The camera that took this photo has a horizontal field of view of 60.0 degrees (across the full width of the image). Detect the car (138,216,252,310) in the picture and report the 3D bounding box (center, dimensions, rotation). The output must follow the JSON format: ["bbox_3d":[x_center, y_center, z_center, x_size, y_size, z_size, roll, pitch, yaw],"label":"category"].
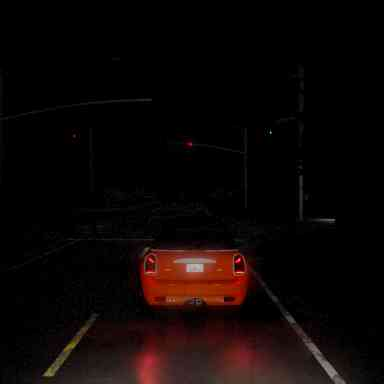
[{"bbox_3d":[0.058,1.352,7.954,2.097,1.767,4.553,0,0,0],"label":"car"}]
